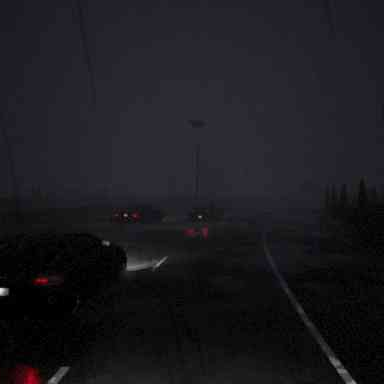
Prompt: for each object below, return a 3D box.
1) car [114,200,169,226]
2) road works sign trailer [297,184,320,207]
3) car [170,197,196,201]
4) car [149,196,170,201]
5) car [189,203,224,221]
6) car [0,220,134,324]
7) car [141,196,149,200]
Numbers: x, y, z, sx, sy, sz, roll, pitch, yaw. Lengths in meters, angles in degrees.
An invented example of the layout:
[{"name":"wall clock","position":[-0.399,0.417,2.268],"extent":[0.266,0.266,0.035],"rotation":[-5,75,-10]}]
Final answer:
[{"name":"car","position":[-3.542,1.523,23.505],"extent":[2.033,1.411,5.357],"rotation":[0,0,15]},{"name":"road works sign trailer","position":[18.116,0.494,52.207],"extent":[2.380,3.560,2.880],"rotation":[0,0,41]},{"name":"car","position":[-0.799,1.473,48.648],"extent":[1.837,1.490,4.892],"rotation":[0,0,30]},{"name":"car","position":[-3.976,1.560,50.203],"extent":[1.895,1.301,4.718],"rotation":[0,0,30]},{"name":"car","position":[1.311,1.590,27.401],"extent":[1.895,1.301,4.718],"rotation":[0,0,18]},{"name":"car","position":[-2.870,1.550,7.289],"extent":[1.994,1.385,4.181],"rotation":[0,0,5]},{"name":"car","position":[-6.697,1.453,52.428],"extent":[1.837,1.490,4.892],"rotation":[0,0,30]}]
